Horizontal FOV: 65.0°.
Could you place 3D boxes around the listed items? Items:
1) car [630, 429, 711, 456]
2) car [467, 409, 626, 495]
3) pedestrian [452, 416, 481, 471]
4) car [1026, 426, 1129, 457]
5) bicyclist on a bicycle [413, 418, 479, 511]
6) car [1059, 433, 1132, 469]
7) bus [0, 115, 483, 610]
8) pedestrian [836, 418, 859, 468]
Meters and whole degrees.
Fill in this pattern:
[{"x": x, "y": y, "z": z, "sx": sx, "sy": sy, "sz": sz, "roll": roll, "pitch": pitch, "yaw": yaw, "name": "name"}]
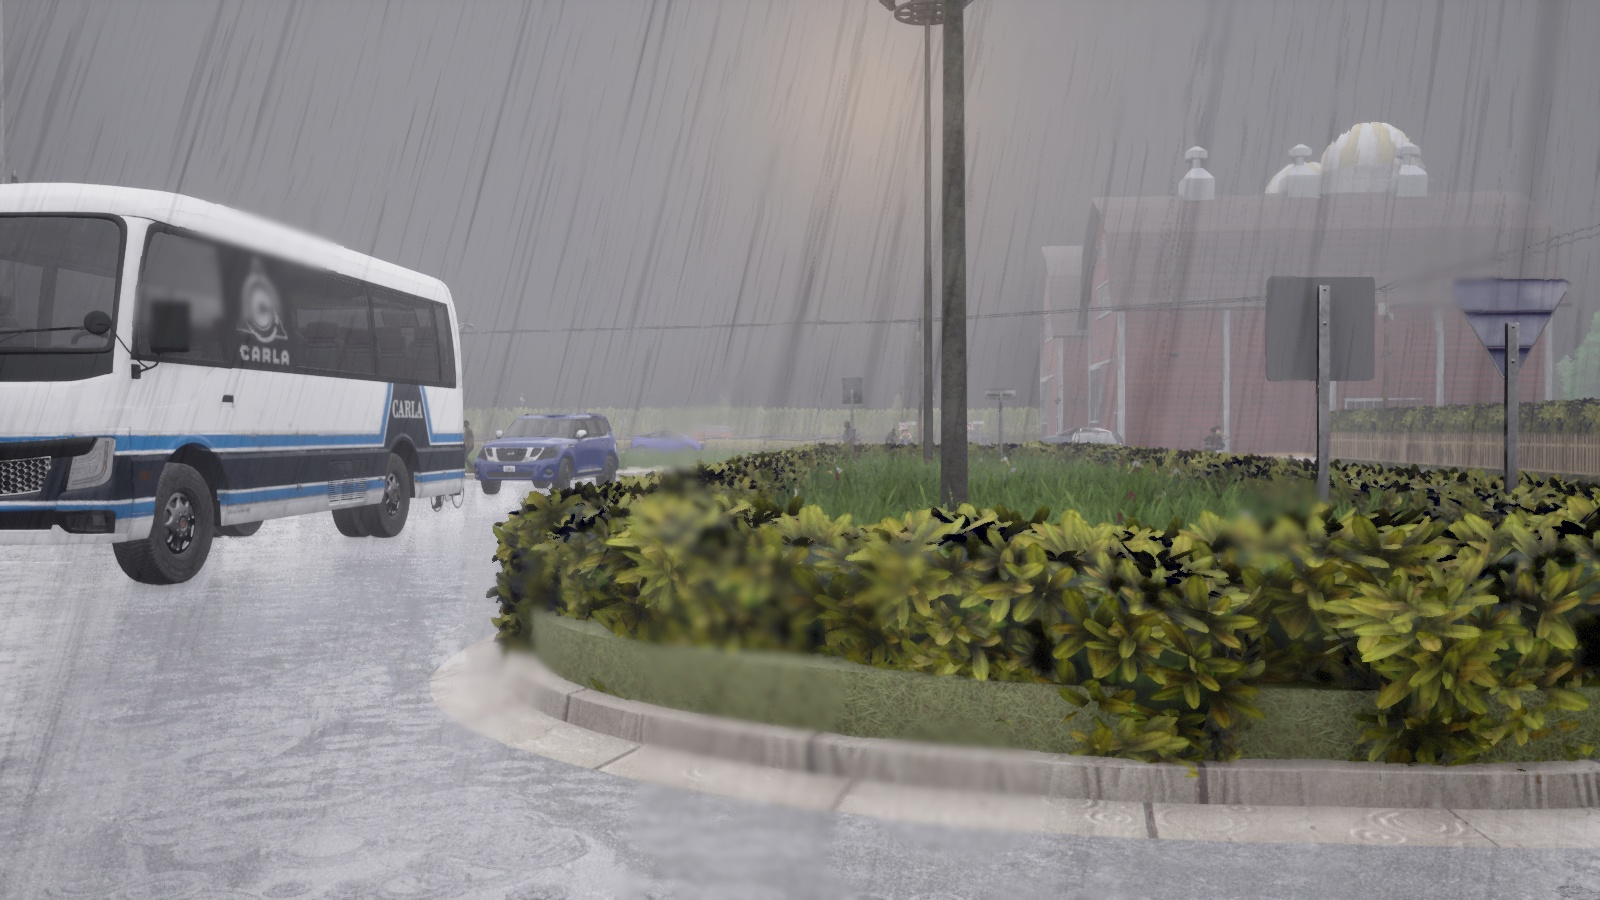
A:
[{"x": -7.735, "y": -0.457, "z": 75.037, "sx": 4.514, "sy": 1.525, "sz": 2.007, "roll": 0, "pitch": 1, "yaw": 4, "name": "car"}, {"x": -6.433, "y": -0.002, "z": 32.691, "sx": 2.150, "sy": 2.045, "sz": 5.566, "roll": 0, "pitch": 1, "yaw": 10, "name": "car"}, {"x": -10.935, "y": -0.219, "z": 41.229, "sx": 0.869, "sy": 1.805, "sz": 0.328, "roll": 0, "pitch": 1, "yaw": -29, "name": "pedestrian"}, {"x": 15.111, "y": -0.494, "z": 68.445, "sx": 5.027, "sy": 1.651, "sz": 2.152, "roll": 1, "pitch": 1, "yaw": 38, "name": "car"}, {"x": -6.991, "y": 0.272, "z": 24.884, "sx": 0.659, "sy": 1.776, "sz": 1.843, "roll": 0, "pitch": 1, "yaw": 5, "name": "bicyclist on a bicycle"}, {"x": 12.620, "y": 0.010, "z": 53.938, "sx": 2.163, "sy": 1.488, "sz": 4.792, "roll": 0, "pitch": 1, "yaw": 2, "name": "car"}, {"x": -7.655, "y": -0.836, "z": 16.062, "sx": 3.944, "sy": 4.253, "sz": 10.273, "roll": 0, "pitch": 1, "yaw": 4, "name": "bus"}, {"x": 1.766, "y": -0.262, "z": 46.866, "sx": 0.694, "sy": 1.848, "sz": 0.540, "roll": 0, "pitch": 1, "yaw": -25, "name": "pedestrian"}]
